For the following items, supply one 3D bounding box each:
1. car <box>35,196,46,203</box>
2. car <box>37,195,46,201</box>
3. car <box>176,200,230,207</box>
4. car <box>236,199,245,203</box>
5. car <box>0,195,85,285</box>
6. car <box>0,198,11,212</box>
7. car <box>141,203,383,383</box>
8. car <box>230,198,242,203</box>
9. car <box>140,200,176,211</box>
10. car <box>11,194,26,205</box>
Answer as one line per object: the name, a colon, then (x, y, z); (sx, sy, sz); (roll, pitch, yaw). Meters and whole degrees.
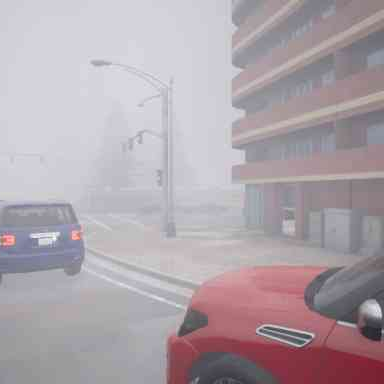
car: (-33.275, 1.540, 72.982); (2.033, 1.411, 5.357); (0, 0, -23)
car: (-37.309, 1.478, 82.452); (1.882, 1.535, 5.008); (0, 0, -23)
car: (1.115, 1.656, 34.215); (4.718, 1.301, 1.895); (0, 0, -23)
car: (6.532, 1.581, 28.673); (4.674, 1.442, 1.812); (0, 0, -23)
car: (-4.917, 1.221, 9.767); (2.150, 2.045, 5.566); (0, 0, -36)
car: (-22.557, 1.525, 39.116); (1.812, 1.442, 4.674); (0, 0, -22)
car: (2.392, 1.221, 2.420); (5.566, 2.045, 2.150); (0, 0, 36)
car: (5.178, 1.533, 39.703); (5.008, 1.535, 1.882); (0, 0, -23)
car: (-3.344, 1.581, 36.126); (4.674, 1.442, 1.812); (0, 0, -23)
car: (-32.185, 1.352, 61.746); (2.097, 1.767, 4.553); (0, 0, -23)
